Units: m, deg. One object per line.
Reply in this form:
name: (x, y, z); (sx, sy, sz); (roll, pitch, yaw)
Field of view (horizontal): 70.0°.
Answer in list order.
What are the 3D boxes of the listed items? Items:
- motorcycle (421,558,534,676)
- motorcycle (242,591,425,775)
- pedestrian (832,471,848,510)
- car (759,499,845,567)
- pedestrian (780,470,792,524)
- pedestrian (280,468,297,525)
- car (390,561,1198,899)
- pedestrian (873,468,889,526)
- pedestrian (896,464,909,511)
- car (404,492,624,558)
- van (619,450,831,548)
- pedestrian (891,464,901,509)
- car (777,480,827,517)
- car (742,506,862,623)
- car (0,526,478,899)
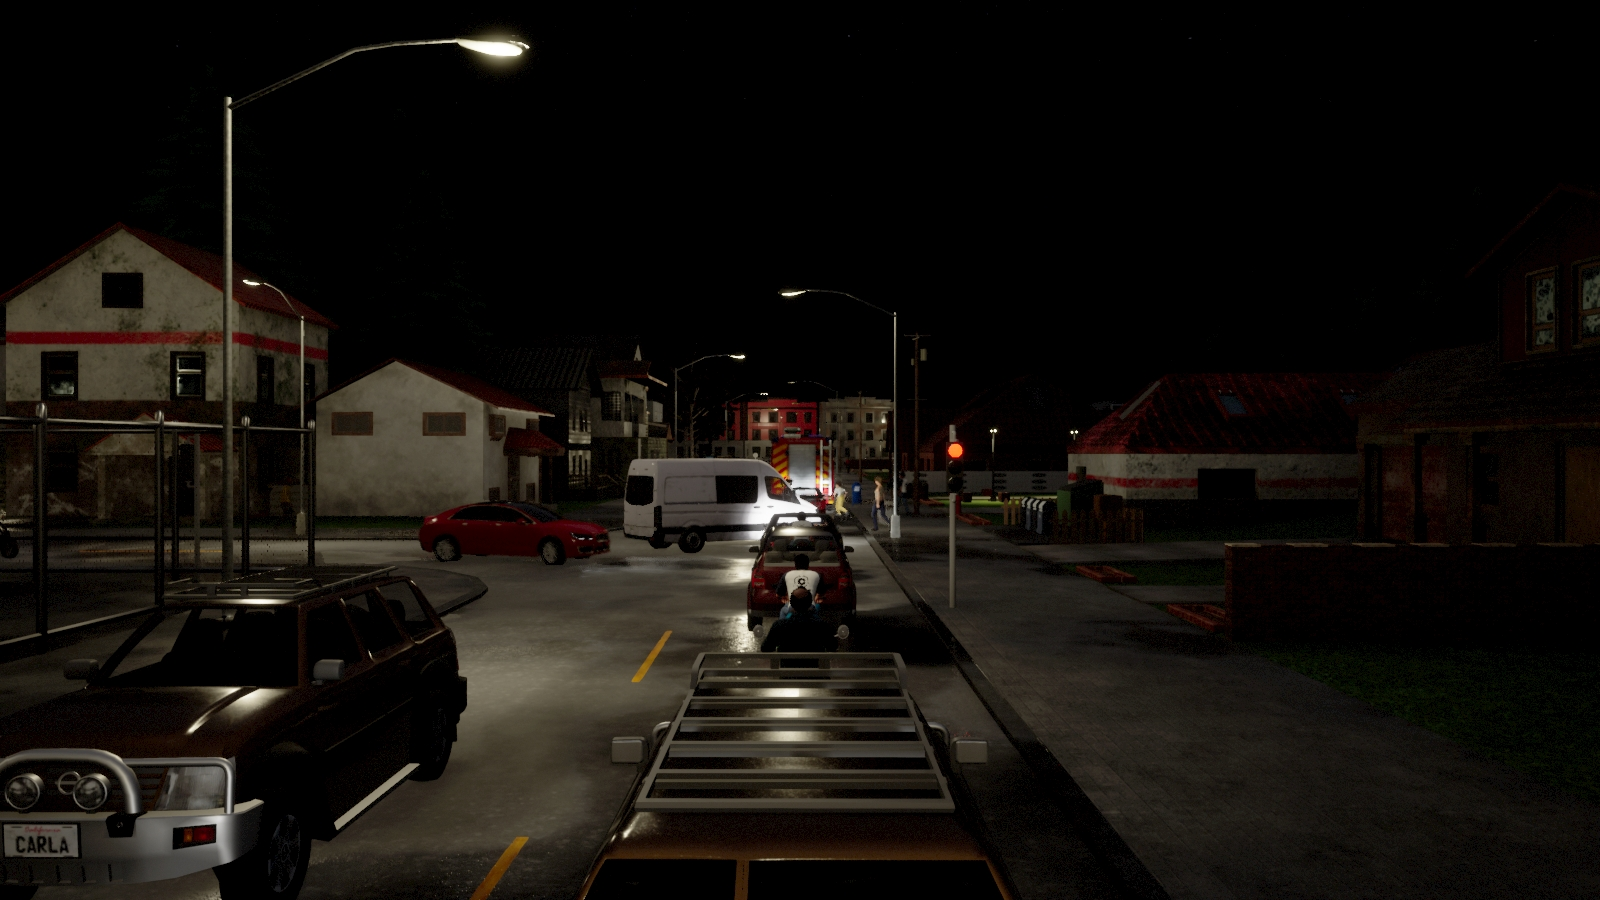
motorcycle: (-3.894, 1.987, 13.966); (0.803, 1.145, 2.033); (0, 0, 0)
motorcycle: (-3.994, 1.958, 9.954); (0.856, 1.236, 1.805); (0, 0, 0)
pedestrian: (1.360, 1.367, 38.843); (0.375, 1.300, 0.375); (0, 0, 32)
car: (0.043, 1.924, 27.447); (1.895, 1.301, 4.718); (0, 0, 0)
pedestrian: (-0.477, 1.613, 39.236); (0.375, 1.860, 0.375); (0, 0, -6)
pedestrian: (-16.796, 1.510, 37.514); (0.375, 1.860, 0.375); (0, 0, -1)
car: (-0.006, 1.641, 5.035); (1.932, 1.855, 4.605); (0, 0, 0)
pedestrian: (2.636, 1.512, 37.076); (0.375, 1.860, 0.375); (0, 0, 37)
pedestrian: (4.133, 1.507, 46.263); (0.375, 1.860, 0.375); (0, 0, -34)
car: (-7.130, 1.831, 28.651); (4.892, 1.480, 2.231); (0, -1, 16)
van: (-2.053, 1.302, 32.662); (5.915, 2.561, 1.988); (0, 0, -36)
pedestrian: (3.957, 1.505, 47.107); (0.375, 1.860, 0.375); (0, 0, -4)
car: (0.082, 1.917, 46.259); (1.895, 1.301, 4.718); (0, 0, 0)
car: (0.027, 1.798, 18.824); (1.789, 1.549, 3.705); (0, 0, 0)
car: (-3.983, 1.640, 8.349); (1.932, 1.855, 4.605); (0, 0, 0)
